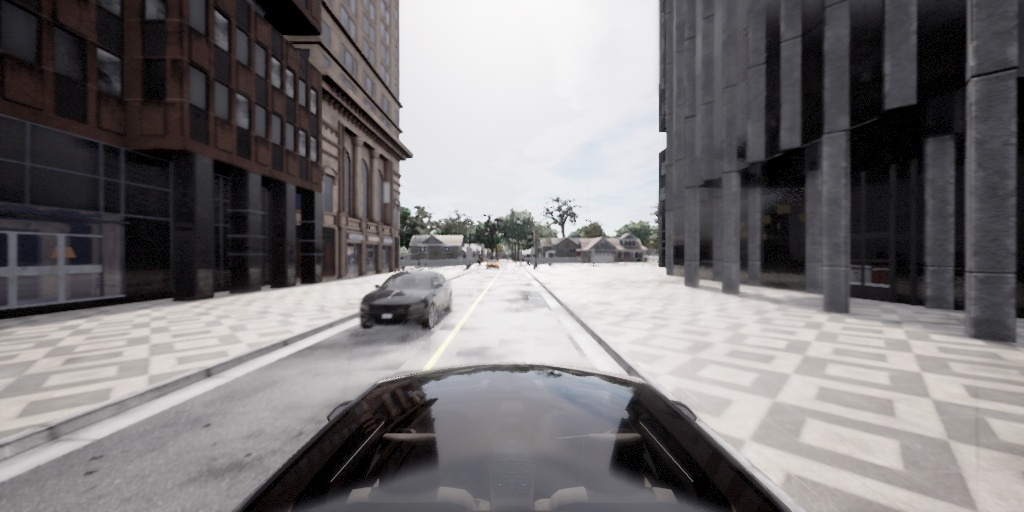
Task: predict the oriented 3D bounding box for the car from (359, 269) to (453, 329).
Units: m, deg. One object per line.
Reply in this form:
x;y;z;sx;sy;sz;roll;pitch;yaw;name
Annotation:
-3.102;1.215;11.392;1.882;1.535;5.008;0;0;0;car

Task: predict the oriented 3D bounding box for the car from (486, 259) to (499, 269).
-3.018;1.285;56.408;1.882;1.535;5.008;0;0;0;car
